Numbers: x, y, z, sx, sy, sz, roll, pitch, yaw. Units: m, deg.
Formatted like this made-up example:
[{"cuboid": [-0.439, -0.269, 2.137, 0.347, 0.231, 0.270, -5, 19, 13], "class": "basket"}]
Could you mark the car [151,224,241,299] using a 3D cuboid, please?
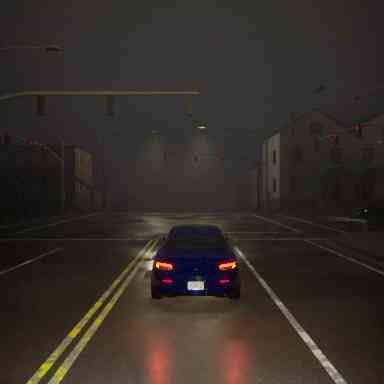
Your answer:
[{"cuboid": [0.086, 1.526, 8.304, 1.812, 1.442, 4.674, 0, 0, 0], "class": "car"}]

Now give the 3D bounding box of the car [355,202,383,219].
[{"cuboid": [16.305, 1.526, 28.033, 4.674, 1.442, 1.812, 0, 0, -1], "class": "car"}]
